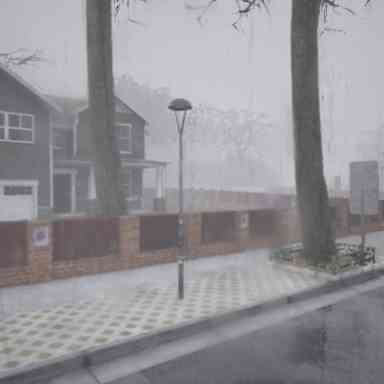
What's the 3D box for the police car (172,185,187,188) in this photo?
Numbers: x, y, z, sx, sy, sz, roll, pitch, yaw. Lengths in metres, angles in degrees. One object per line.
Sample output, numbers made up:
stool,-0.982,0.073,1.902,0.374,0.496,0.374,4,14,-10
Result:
police car,-1.811,-0.147,46.490,1.930,1.638,5.238,-1,3,-35
